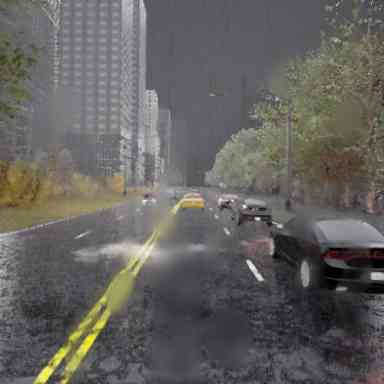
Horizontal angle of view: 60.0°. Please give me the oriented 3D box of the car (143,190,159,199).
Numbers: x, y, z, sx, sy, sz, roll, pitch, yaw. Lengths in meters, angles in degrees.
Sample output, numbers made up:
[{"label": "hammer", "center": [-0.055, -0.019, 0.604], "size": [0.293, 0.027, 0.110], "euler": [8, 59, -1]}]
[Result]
[{"label": "car", "center": [-6.280, 0.395, 51.023], "size": [1.895, 1.301, 4.718], "euler": [1, 1, 1]}]

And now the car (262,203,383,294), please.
[{"label": "car", "center": [3.313, 1.290, 8.387], "size": [1.882, 1.535, 5.008], "euler": [2, 1, 0]}]

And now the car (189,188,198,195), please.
[{"label": "car", "center": [0.347, -0.119, 73.688], "size": [2.033, 1.411, 5.357], "euler": [1, 1, 0]}]

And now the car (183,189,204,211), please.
[{"label": "car", "center": [0.129, 0.787, 30.325], "size": [1.801, 1.575, 5.366], "euler": [1, 1, 0]}]

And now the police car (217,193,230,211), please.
[{"label": "police car", "center": [3.389, 0.858, 30.399], "size": [2.038, 1.542, 4.974], "euler": [0, 1, 0]}]

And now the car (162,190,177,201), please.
[{"label": "car", "center": [-3.081, 0.434, 47.349], "size": [1.812, 1.442, 4.674], "euler": [1, 1, 1]}]

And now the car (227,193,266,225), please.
[{"label": "car", "center": [3.364, 1.067, 19.391], "size": [1.837, 1.490, 4.892], "euler": [2, 1, 0]}]
